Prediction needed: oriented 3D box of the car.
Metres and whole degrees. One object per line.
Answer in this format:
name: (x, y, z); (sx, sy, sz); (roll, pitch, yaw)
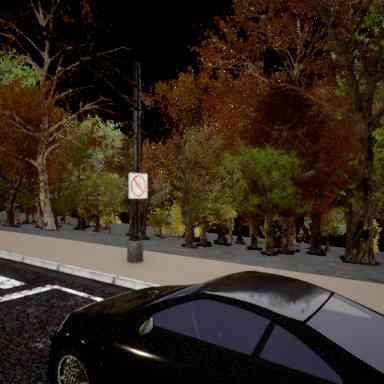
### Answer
car: (0.397, 1.564, 3.404); (4.181, 1.385, 1.994); (0, 0, 36)
